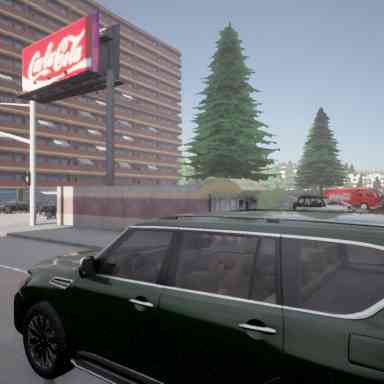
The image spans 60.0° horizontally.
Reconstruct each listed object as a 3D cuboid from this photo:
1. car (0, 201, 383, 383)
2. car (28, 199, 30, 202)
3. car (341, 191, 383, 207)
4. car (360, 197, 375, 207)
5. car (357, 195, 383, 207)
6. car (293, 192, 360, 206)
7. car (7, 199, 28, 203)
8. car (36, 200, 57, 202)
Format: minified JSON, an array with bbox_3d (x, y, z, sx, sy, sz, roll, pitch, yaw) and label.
[{"bbox_3d":[0.225,1.222,3.832,5.566,2.045,2.150,0,0,35],"label":"car"},{"bbox_3d":[-14.865,1.564,35.843,1.994,1.385,4.181,0,0,35],"label":"car"},{"bbox_3d":[23.053,1.117,44.819,4.605,1.855,1.932,0,0,35],"label":"car"},{"bbox_3d":[10.705,1.338,24.346,4.193,1.474,1.816,0,0,35],"label":"car"},{"bbox_3d":[26.174,1.285,48.098,3.988,1.617,1.851,0,0,35],"label":"car"},{"bbox_3d":[8.767,1.149,22.286,3.866,1.878,1.905,0,0,35],"label":"car"},{"bbox_3d":[-18.823,1.491,36.300,2.128,1.511,4.902,0,0,35],"label":"car"},{"bbox_3d":[-10.741,1.505,29.194,1.837,1.490,4.892,0,0,35],"label":"car"}]
